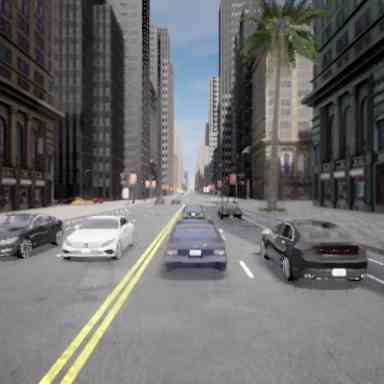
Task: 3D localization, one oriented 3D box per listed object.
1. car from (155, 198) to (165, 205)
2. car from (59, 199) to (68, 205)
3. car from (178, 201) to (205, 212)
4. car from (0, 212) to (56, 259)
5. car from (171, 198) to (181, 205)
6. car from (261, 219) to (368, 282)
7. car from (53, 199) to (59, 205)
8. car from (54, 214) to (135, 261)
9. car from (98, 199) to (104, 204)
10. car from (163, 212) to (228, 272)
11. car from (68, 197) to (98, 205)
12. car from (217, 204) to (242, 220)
[{"bbox_3d":[-6.474,1.912,67.882,1.837,1.490,4.892,0,-1,-1],"label":"car"},{"bbox_3d":[-29.059,2.130,81.342,5.009,1.841,2.192,-1,1,0],"label":"car"},{"bbox_3d":[0.100,1.717,27.155,2.033,1.411,5.357,0,0,0],"label":"car"},{"bbox_3d":[-6.598,1.575,12.950,2.128,1.511,4.902,0,0,0],"label":"car"},{"bbox_3d":[-3.226,1.956,67.685,1.994,1.385,4.181,0,0,-1],"label":"car"},{"bbox_3d":[3.339,1.571,9.949,1.837,1.490,4.892,0,0,0],"label":"car"},{"bbox_3d":[-34.143,2.466,81.363,4.206,1.307,1.802,-1,1,0],"label":"car"},{"bbox_3d":[-3.348,1.608,12.792,1.812,1.442,4.674,0,0,0],"label":"car"},{"bbox_3d":[-23.969,2.290,81.327,4.507,1.381,1.887,-1,1,0],"label":"car"},{"bbox_3d":[0.095,1.619,11.056,2.033,1.411,5.357,0,0,0],"label":"car"},{"bbox_3d":[-23.830,2.259,72.799,4.829,1.417,1.752,-1,1,0],"label":"car"},{"bbox_3d":[3.352,1.790,30.471,1.895,1.301,4.718,0,0,0],"label":"car"}]
